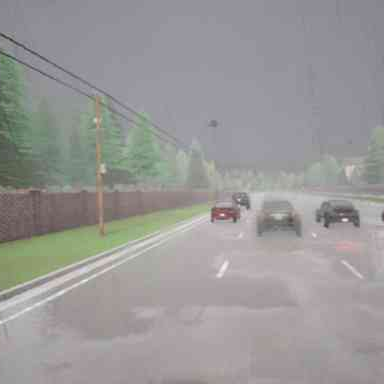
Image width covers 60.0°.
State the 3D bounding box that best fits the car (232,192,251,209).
[{"bbox_3d":[6.094,1.057,41.435,2.150,2.045,5.566,-2,0,12],"label":"car"}]

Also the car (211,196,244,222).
[{"bbox_3d":[2.650,1.417,25.640,1.882,1.535,5.008,-2,0,13],"label":"car"}]

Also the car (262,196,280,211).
[{"bbox_3d":[8.745,1.260,37.126,1.812,1.442,4.674,-2,0,12],"label":"car"}]

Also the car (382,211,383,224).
[{"bbox_3d":[11.625,1.130,17.502,1.812,1.442,4.674,-2,0,12],"label":"car"}]

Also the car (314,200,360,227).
[{"bbox_3d":[8.596,1.221,19.967,1.837,1.490,4.892,-2,0,12],"label":"car"}]

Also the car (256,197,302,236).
[{"bbox_3d":[4.507,1.212,17.656,2.097,1.767,4.553,-2,0,12],"label":"car"}]
